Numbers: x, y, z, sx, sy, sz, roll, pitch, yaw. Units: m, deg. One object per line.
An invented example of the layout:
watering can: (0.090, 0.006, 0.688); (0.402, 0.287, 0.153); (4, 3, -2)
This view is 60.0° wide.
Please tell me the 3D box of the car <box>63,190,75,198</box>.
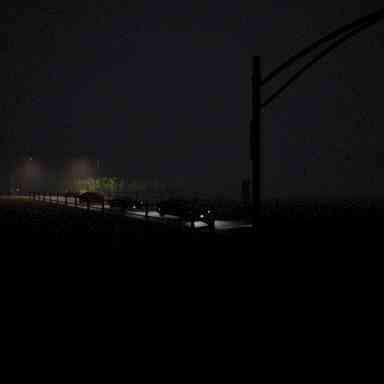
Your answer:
car: (-22.517, 0.355, 62.022); (1.882, 1.535, 5.008); (0, 1, -35)

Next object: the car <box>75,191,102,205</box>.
car: (-12.445, 0.744, 41.074); (1.882, 1.535, 5.008); (0, 1, -35)

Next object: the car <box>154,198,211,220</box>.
car: (-0.847, 1.180, 24.367); (2.033, 1.411, 5.357); (0, 1, -35)

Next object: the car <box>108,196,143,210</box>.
car: (-6.583, 1.051, 32.620); (1.895, 1.301, 4.718); (0, 1, -35)
